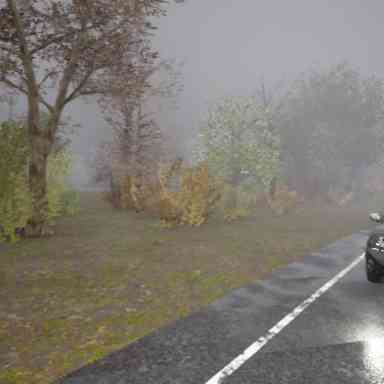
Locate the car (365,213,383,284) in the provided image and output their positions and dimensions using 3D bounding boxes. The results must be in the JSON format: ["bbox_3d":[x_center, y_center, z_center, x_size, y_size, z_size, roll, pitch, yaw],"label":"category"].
[{"bbox_3d":[6.168,1.122,8.719,2.150,2.045,5.566,0,1,37],"label":"car"}]
